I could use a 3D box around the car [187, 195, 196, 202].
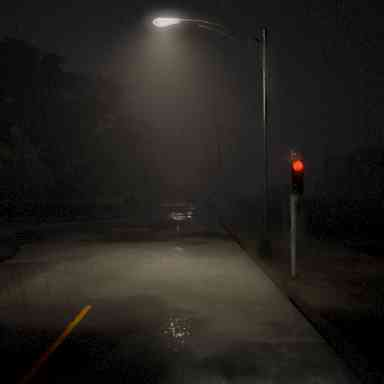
[{"bbox_3d":[-0.061,1.540,78.015,2.033,1.411,5.357,0,0,0],"label":"car"}]

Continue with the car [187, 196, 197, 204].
[{"bbox_3d":[0.049,1.504,65.447,1.837,1.490,4.892,0,0,0],"label":"car"}]
